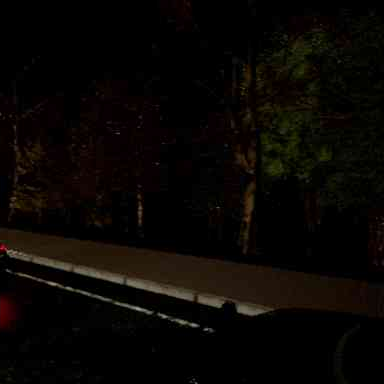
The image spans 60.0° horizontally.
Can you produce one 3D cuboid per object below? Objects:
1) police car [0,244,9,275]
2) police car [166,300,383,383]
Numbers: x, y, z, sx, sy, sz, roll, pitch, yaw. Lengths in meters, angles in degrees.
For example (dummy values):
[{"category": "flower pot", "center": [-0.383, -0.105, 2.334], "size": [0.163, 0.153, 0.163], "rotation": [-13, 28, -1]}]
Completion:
[{"category": "police car", "center": [-6.737, 1.419, 8.367], "size": [4.974, 1.542, 2.038], "rotation": [1, 0, 35]}, {"category": "police car", "center": [2.130, 1.431, 2.043], "size": [5.238, 1.638, 1.930], "rotation": [1, 0, 35]}]
